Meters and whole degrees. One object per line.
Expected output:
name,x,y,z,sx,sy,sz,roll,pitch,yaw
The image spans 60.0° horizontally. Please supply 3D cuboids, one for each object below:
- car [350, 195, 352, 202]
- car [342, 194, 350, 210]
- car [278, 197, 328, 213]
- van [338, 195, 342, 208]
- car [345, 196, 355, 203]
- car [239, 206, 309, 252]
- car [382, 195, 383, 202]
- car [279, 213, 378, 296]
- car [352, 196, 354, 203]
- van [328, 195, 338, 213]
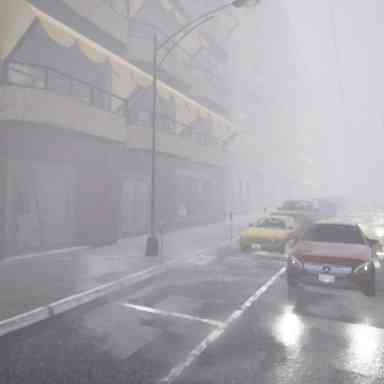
car,21.296,1.369,47.878,2.192,1.841,5.009,2,1,28
car,18.738,1.358,42.976,2.192,1.841,5.009,2,1,28
car,5.946,1.323,18.461,2.192,1.841,5.009,2,1,28
van,13.620,1.365,33.170,1.690,1.788,3.998,2,1,28
car,36.642,1.704,77.300,1.887,1.381,4.507,1,0,28
car,3.304,1.532,13.409,1.752,1.417,4.829,2,1,28
car,46.136,1.486,78.523,2.192,1.841,5.009,1,0,28
car,3.838,1.527,8.945,1.812,1.442,4.674,0,0,27
car,26.409,1.647,57.688,1.947,1.339,4.313,1,1,28
van,11.062,1.357,28.265,1.690,1.788,3.998,2,1,28
